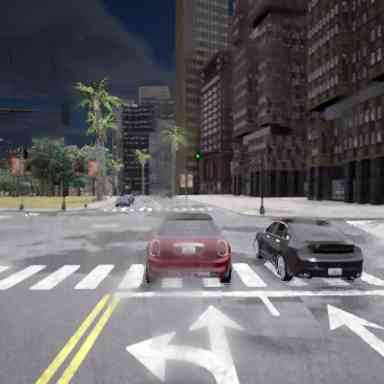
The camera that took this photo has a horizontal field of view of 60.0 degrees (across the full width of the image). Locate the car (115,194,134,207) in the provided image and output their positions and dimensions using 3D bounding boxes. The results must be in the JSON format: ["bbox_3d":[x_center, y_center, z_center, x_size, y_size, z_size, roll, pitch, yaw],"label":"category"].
[{"bbox_3d":[-9.597,1.361,46.552,1.994,1.385,4.181,0,1,-8],"label":"car"}]

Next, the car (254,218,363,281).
[{"bbox_3d":[3.144,1.530,9.884,1.837,1.490,4.892,0,0,-2],"label":"car"}]

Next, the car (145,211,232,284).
[{"bbox_3d":[-0.119,1.377,9.847,2.097,1.767,4.553,0,0,-1],"label":"car"}]

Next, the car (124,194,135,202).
[{"bbox_3d":[-12.362,1.166,66.066,1.994,1.385,4.181,0,1,-10],"label":"car"}]

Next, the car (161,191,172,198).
[{"bbox_3d":[-6.628,0.619,87.093,2.150,2.045,5.566,0,1,-13],"label":"car"}]
